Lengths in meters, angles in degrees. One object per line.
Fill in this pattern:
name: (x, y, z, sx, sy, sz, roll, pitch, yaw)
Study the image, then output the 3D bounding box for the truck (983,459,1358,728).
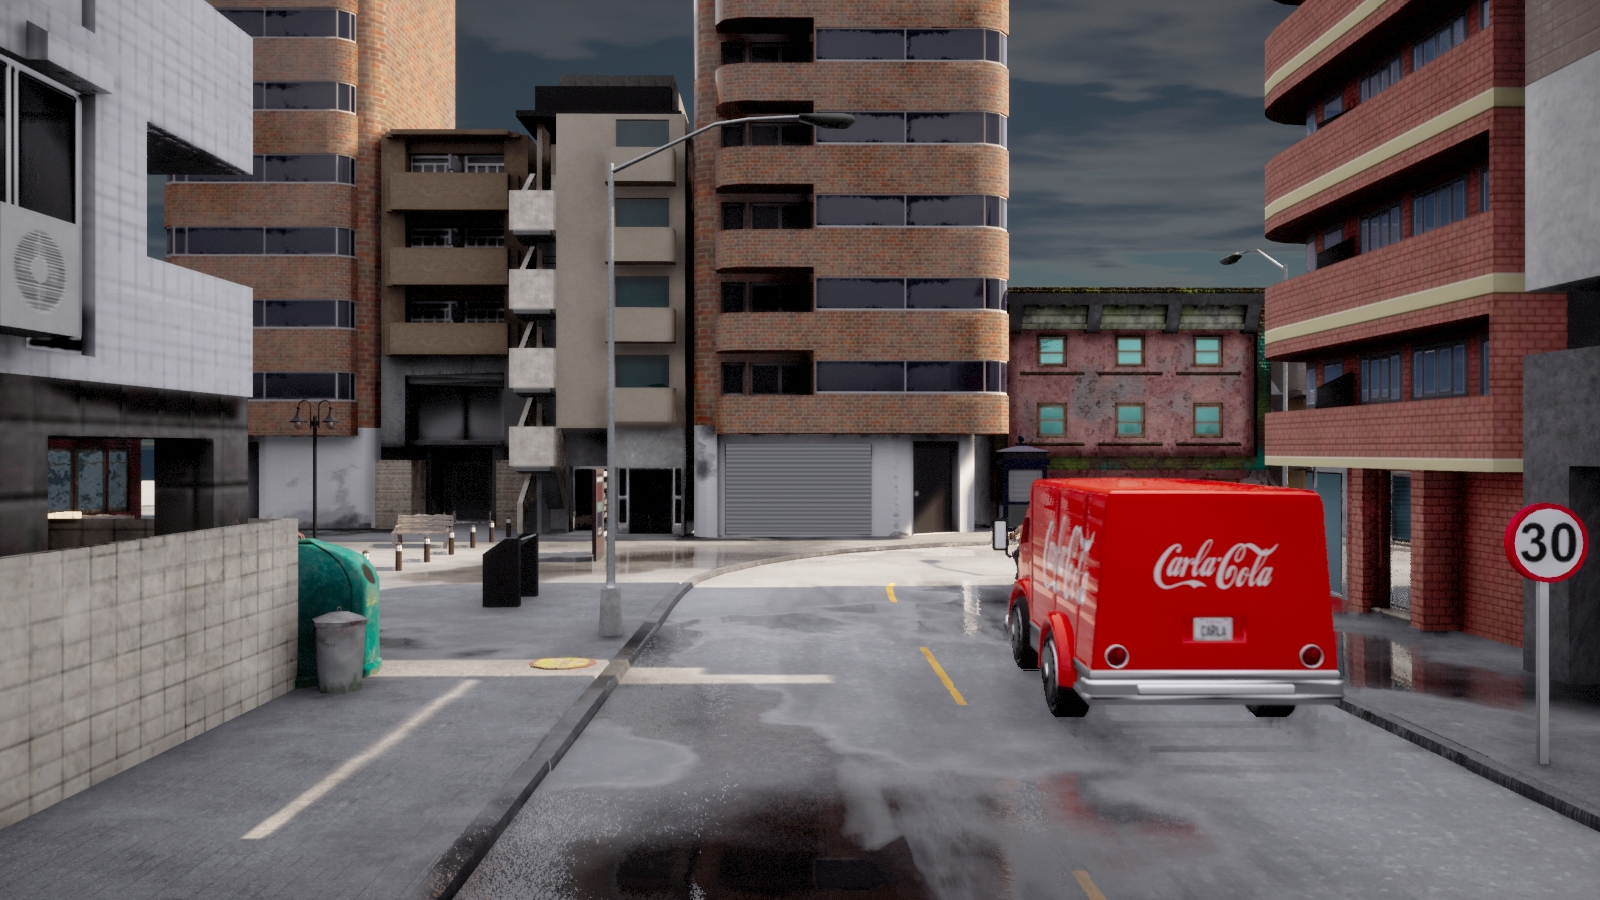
truck: (3.859, 1.353, 13.216, 2.627, 2.467, 5.204, 0, 0, 0)
